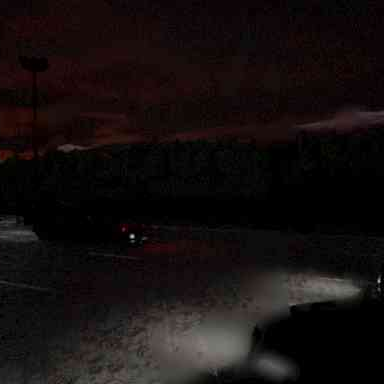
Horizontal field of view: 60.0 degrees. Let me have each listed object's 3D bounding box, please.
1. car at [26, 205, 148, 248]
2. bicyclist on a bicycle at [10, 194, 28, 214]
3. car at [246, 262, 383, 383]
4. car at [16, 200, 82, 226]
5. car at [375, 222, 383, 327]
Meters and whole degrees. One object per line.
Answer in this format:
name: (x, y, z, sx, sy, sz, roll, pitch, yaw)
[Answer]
car: (-4.274, 1.401, 13.721, 4.718, 1.301, 1.895, 0, 1, 26)
bicyclist on a bicycle: (-13.804, 0.945, 26.579, 0.582, 1.620, 1.656, 0, 1, 26)
car: (2.768, 1.468, 2.553, 4.674, 1.442, 1.812, 0, 1, 26)
car: (-8.017, 1.206, 19.400, 5.008, 1.535, 1.882, 0, 1, 26)
car: (5.636, 1.394, 5.071, 4.892, 1.490, 1.837, 0, 1, 26)
